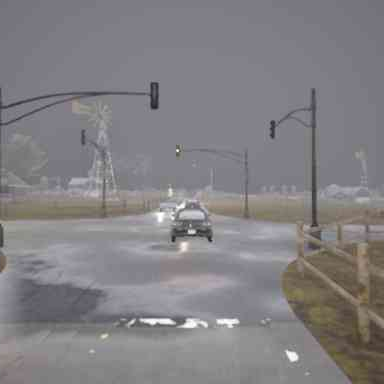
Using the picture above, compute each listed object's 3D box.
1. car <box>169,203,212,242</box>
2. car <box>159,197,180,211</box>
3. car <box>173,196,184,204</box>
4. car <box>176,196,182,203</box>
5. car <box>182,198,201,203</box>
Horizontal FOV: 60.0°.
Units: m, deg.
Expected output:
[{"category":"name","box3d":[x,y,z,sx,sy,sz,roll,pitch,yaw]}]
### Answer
[{"category":"car","box3d":[-0.017,1.496,16.190,1.812,1.442,4.674,0,0,0]},{"category":"car","box3d":[-2.846,1.590,40.284,1.895,1.301,4.718,0,0,0]},{"category":"car","box3d":[-2.756,1.611,67.641,2.033,1.411,5.357,0,0,0]},{"category":"car","box3d":[-2.828,1.520,52.125,1.837,1.490,4.892,0,0,0]},{"category":"car","box3d":[0.078,1.513,39.565,1.812,1.442,4.674,0,0,0]}]
